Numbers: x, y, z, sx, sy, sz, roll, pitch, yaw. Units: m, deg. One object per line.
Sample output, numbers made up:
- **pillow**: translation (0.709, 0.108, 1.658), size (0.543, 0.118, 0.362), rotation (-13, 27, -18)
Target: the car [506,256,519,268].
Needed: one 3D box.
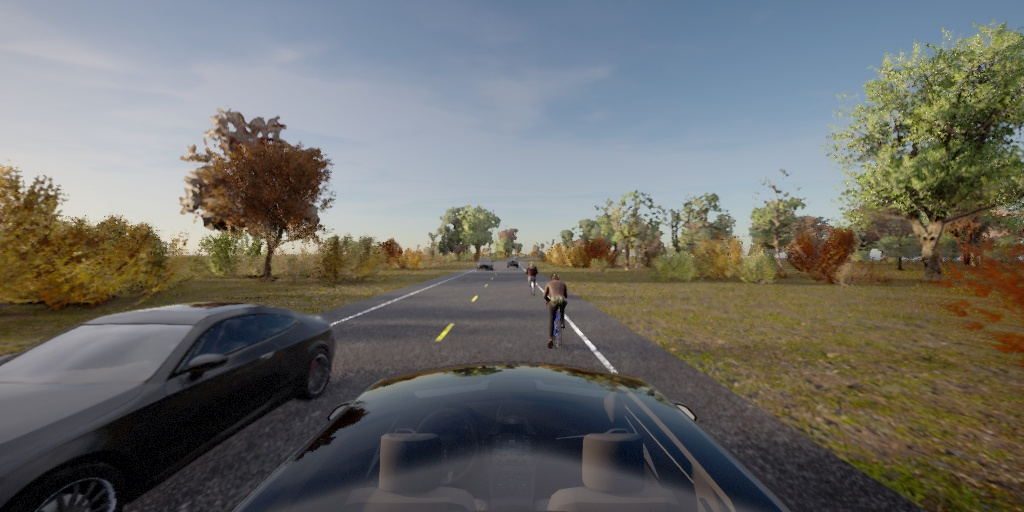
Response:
- **car**: translation (0.120, 1.200, 59.537), size (1.837, 1.490, 4.892), rotation (0, 0, 0)

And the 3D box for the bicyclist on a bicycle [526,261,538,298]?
- **bicyclist on a bicycle**: translation (0.970, 1.117, 17.503), size (0.659, 1.776, 1.843), rotation (0, 0, 0)

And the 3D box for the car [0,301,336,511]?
- **car**: translation (-3.600, 1.276, 3.732), size (1.812, 1.442, 4.674), rotation (0, 0, 0)

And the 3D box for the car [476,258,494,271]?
- **car**: translation (-3.576, 1.069, 47.600), size (2.097, 1.767, 4.553), rotation (0, 0, 0)

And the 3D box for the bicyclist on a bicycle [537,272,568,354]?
- **bicyclist on a bicycle**: translation (0.966, 1.203, 7.838), size (0.582, 1.620, 1.656), rotation (0, 0, 0)
